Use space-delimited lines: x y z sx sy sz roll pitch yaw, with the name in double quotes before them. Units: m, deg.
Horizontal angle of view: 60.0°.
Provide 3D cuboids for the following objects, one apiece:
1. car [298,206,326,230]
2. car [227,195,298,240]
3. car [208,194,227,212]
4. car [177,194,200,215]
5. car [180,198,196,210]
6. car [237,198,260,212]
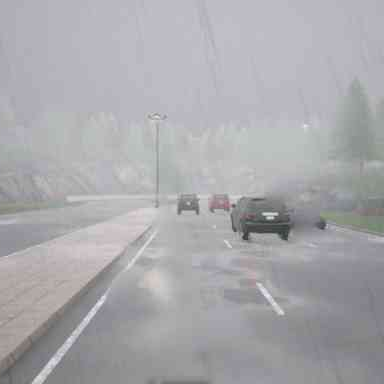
"car" 6.809 1.558 21.063 1.994 1.385 4.181 0 0 -1
"car" 3.360 1.217 17.096 2.150 2.045 5.566 0 0 -1
"car" 3.090 1.215 37.988 2.150 2.045 5.566 0 0 -1
"car" -0.367 1.216 34.307 2.150 2.045 5.566 0 0 0
"car" -0.485 1.540 44.510 2.033 1.411 5.357 0 0 0
"car" 6.574 1.495 39.284 1.837 1.490 4.892 0 0 -1
